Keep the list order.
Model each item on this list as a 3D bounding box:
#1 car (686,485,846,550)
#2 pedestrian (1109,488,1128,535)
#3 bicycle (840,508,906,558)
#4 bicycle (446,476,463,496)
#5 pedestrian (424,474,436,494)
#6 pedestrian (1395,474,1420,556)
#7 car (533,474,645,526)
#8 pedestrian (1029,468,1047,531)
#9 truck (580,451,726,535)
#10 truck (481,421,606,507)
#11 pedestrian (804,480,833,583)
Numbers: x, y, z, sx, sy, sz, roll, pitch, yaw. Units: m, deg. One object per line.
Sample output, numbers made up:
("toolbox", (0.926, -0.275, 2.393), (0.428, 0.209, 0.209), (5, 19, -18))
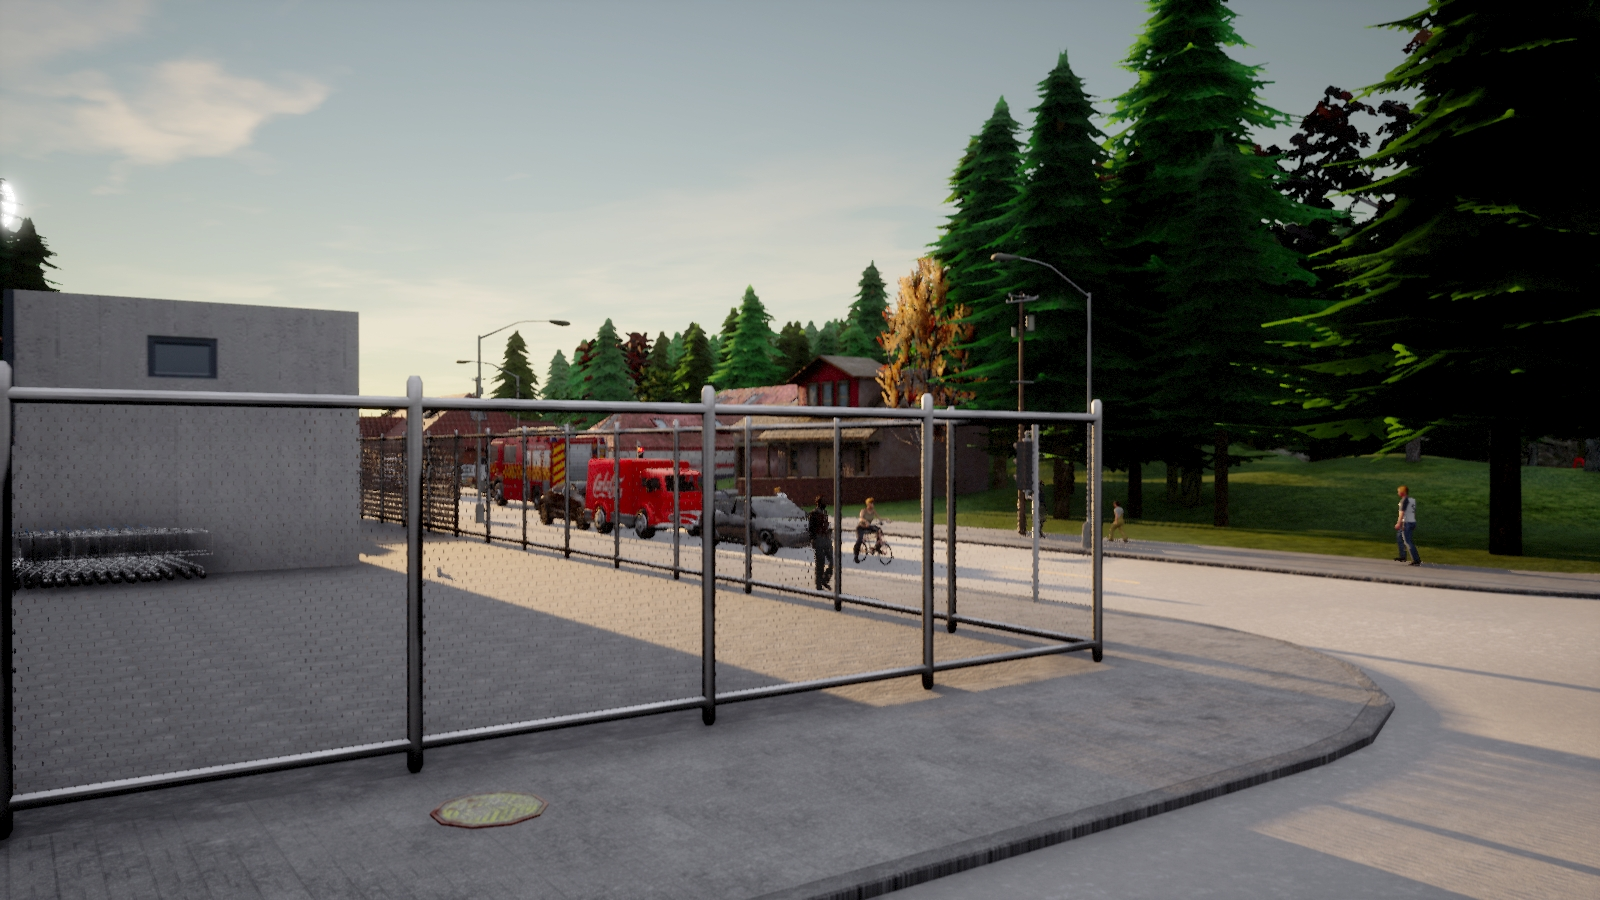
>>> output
("car", (-1.030, 1.810, 31.811), (2.163, 1.488, 4.792), (0, 0, -35))
("pedestrian", (9.103, 1.757, 32.672), (0.375, 1.300, 0.375), (0, 0, -33))
("bicycle", (1.772, 2.003, 27.809), (0.859, 1.080, 1.487), (0, 0, -35))
("bicycle", (-19.317, 1.997, 63.874), (0.859, 1.080, 1.487), (0, 0, -19))
("pedestrian", (-21.479, 1.970, 66.306), (0.500, 1.100, 0.500), (0, 0, 16))
("pedestrian", (13.878, 1.475, 26.090), (0.375, 1.860, 0.375), (0, 0, -38))
("car", (-7.757, 1.742, 41.537), (2.152, 1.651, 5.027), (0, 0, -34))
("pedestrian", (7.139, 1.477, 34.271), (0.375, 1.860, 0.375), (0, 0, -40))
("truck", (-4.911, 1.306, 37.382), (2.627, 2.467, 5.204), (0, 1, -35))
("truck", (-12.546, 0.630, 55.256), (2.891, 3.827, 8.468), (0, 0, -35))
("pedestrian", (0.337, 1.492, 21.084), (0.375, 1.860, 0.375), (0, 0, -45))
